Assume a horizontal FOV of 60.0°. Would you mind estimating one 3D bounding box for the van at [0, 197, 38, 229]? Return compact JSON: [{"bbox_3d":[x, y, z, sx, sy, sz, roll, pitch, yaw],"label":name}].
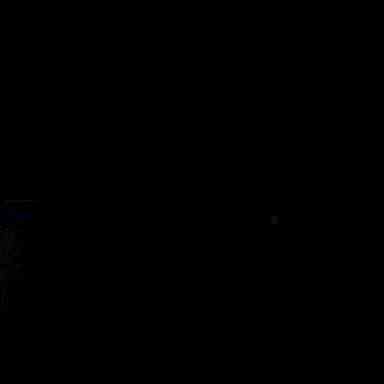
[{"bbox_3d":[-10.420,1.370,21.831,1.690,1.788,3.998,1,1,35],"label":"van"}]
